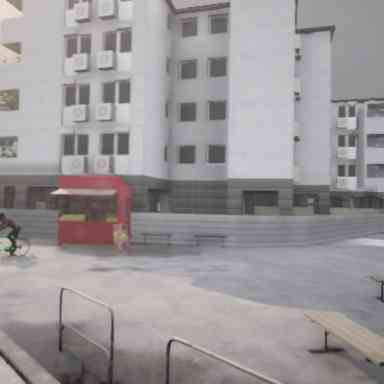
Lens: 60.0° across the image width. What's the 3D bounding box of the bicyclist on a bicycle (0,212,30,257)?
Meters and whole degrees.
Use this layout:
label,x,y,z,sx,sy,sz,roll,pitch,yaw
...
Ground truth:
label,x,y,z,sx,sy,sz,roll,pitch,yaw
bicyclist on a bicycle,-6.582,1.536,11.763,0.582,1.620,1.656,0,-2,45
